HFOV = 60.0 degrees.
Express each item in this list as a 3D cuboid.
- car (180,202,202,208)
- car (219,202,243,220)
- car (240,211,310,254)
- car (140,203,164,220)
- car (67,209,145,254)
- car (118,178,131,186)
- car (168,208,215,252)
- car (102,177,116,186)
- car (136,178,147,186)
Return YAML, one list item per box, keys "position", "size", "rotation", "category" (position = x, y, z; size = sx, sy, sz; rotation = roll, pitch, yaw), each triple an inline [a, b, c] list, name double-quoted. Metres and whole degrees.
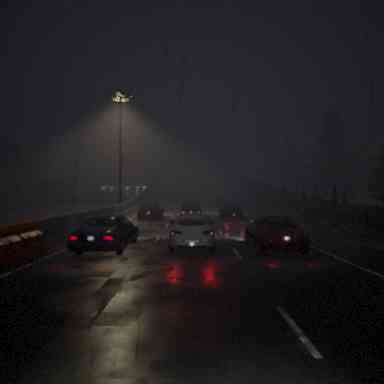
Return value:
- position: [-0.083, 1.612, 29.006]
  size: [2.033, 1.411, 5.357]
  rotation: [0, 2, 0]
  category: "car"
- position: [3.418, 1.579, 29.396]
  size: [1.812, 1.442, 4.674]
  rotation: [0, 2, 0]
  category: "car"
- position: [3.497, 1.698, 14.267]
  size: [1.994, 1.385, 4.181]
  rotation: [0, 0, 0]
  category: "car"
- position: [-3.582, 1.620, 29.303]
  size: [1.994, 1.385, 4.181]
  rotation: [0, 2, 0]
  category: "car"
- position: [-3.503, 1.679, 13.991]
  size: [2.033, 1.411, 5.357]
  rotation: [0, -1, 0]
  category: "car"
- position: [-14.326, -2.156, 71.189]
  size: [1.812, 1.442, 4.674]
  rotation: [0, 6, 0]
  category: "car"
- position: [-0.001, 1.661, 14.396]
  size: [1.812, 1.442, 4.674]
  rotation: [0, 0, 0]
  category: "car"
- position: [-17.826, -2.328, 71.181]
  size: [2.097, 1.767, 4.553]
  rotation: [0, 6, 0]
  category: "car"
- position: [-10.826, -2.156, 71.209]
  size: [1.812, 1.442, 4.674]
  rotation: [0, 6, 0]
  category: "car"
